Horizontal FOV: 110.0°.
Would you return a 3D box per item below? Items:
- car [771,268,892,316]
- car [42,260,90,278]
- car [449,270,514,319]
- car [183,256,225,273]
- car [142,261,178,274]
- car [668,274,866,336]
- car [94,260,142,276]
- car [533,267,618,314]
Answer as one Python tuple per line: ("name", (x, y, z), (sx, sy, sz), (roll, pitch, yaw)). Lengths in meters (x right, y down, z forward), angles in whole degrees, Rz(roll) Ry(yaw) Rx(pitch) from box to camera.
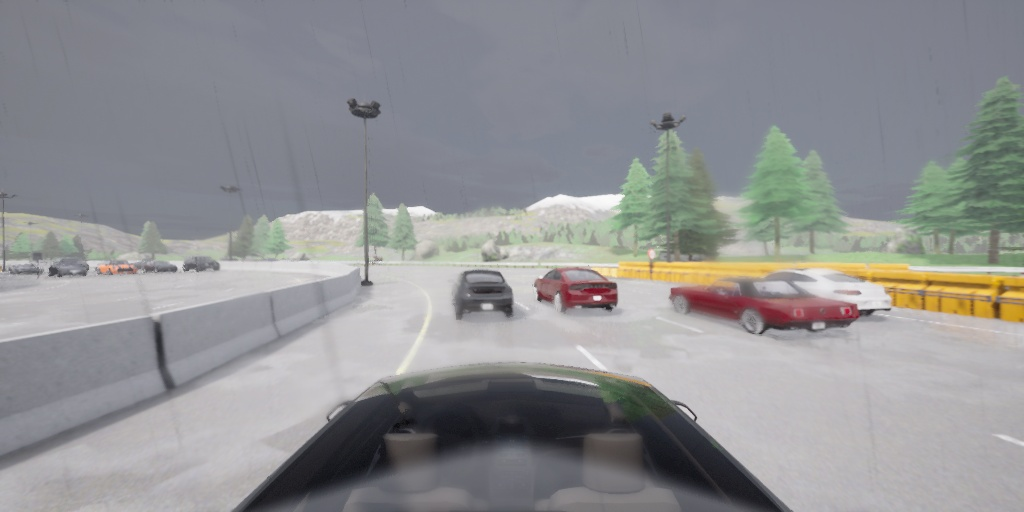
("car", (9.701, 1.139, 12.140), (1.812, 1.442, 4.674), (0, 0, -8))
("car", (-45.860, 1.434, 37.007), (4.902, 1.511, 2.128), (0, 1, 27))
("car", (-1.169, 1.218, 12.776), (1.837, 1.490, 4.892), (0, 0, -11))
("car", (-39.399, 1.031, 45.503), (5.566, 2.045, 2.150), (0, 0, 28))
("car", (-42.207, 1.335, 43.013), (5.008, 1.535, 1.882), (0, 1, 27))
("car", (6.494, 1.256, 10.123), (1.895, 1.301, 4.718), (-1, 0, -8))
("car", (-43.919, 1.252, 39.948), (4.553, 1.767, 2.097), (0, 1, 27))
("car", (2.193, 1.152, 13.673), (1.882, 1.535, 5.008), (0, 0, -11))
